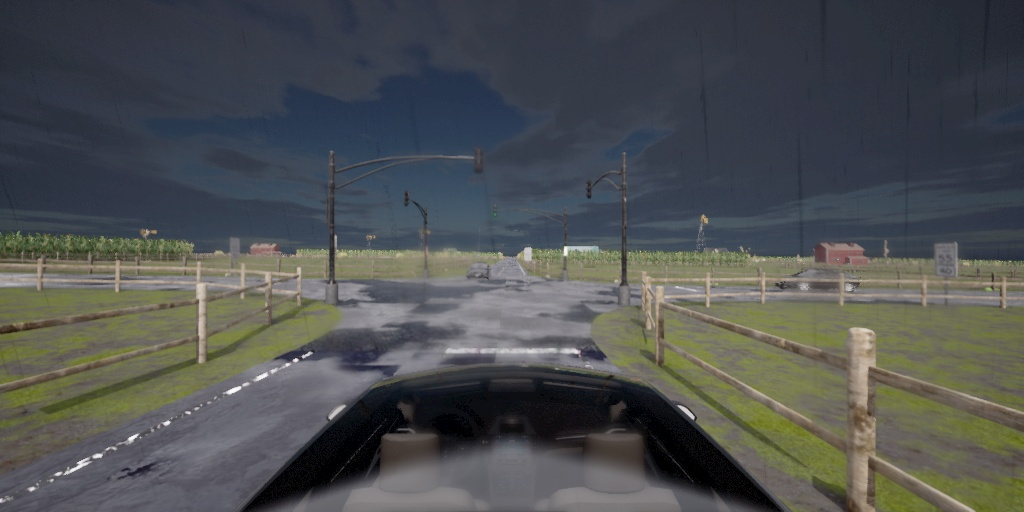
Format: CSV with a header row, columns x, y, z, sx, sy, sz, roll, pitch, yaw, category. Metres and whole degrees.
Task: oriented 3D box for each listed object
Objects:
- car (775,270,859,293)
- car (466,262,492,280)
x,y,z,sx,sy,sz,roll,pitch,yaw,category
20.630,1.662,24.363,4.892,1.490,1.837,1,0,0,car
-2.785,1.307,31.132,1.837,1.490,4.892,0,0,0,car
